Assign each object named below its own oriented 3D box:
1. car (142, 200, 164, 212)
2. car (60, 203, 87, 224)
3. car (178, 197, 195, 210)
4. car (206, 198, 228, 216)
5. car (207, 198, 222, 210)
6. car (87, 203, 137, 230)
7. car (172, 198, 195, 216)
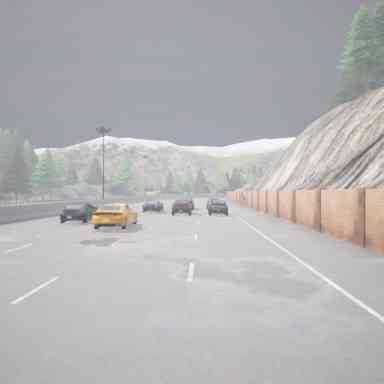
[{"bbox_3d":[-4.327,1.601,37.810,1.895,1.301,4.718,0,0,2],"label":"car"},{"bbox_3d":[-8.220,1.525,24.741,1.812,1.442,4.674,0,0,2],"label":"car"},{"bbox_3d":[-0.659,1.477,43.474,1.882,1.535,5.008,0,0,2],"label":"car"},{"bbox_3d":[2.524,1.491,32.784,2.128,1.511,4.902,0,0,2],"label":"car"},{"bbox_3d":[2.834,1.525,43.227,1.812,1.442,4.674,0,0,2],"label":"car"},{"bbox_3d":[-4.820,1.477,21.357,1.882,1.535,5.008,0,0,2],"label":"car"},{"bbox_3d":[-0.970,1.505,33.034,1.837,1.490,4.892,0,0,1],"label":"car"}]
